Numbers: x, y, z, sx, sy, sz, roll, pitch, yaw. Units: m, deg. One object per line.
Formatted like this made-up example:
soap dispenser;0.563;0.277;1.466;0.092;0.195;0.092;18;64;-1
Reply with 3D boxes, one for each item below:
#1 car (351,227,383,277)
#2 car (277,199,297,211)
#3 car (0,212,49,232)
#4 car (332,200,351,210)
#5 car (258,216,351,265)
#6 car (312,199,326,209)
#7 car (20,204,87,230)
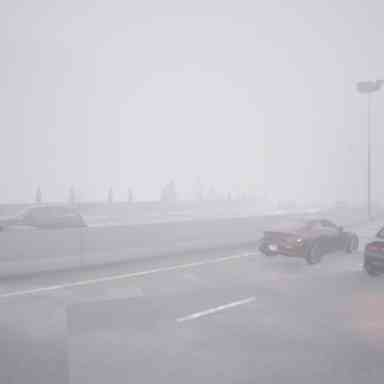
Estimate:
car;6.542;1.569;9.396;4.892;1.490;1.837;0;0;-42
car;13.197;1.777;45.984;2.128;1.511;4.902;0;0;28
car;-8.011;1.602;11.248;5.357;1.411;2.033;0;0;-36
car;18.971;1.774;41.996;1.837;1.490;4.892;0;0;29
car;4.278;1.602;12.054;4.674;1.442;1.812;0;0;-42
car;19.500;1.813;50.869;2.128;1.511;4.902;0;0;24
car;-7.517;1.436;16.107;4.553;1.767;2.097;0;0;-39
